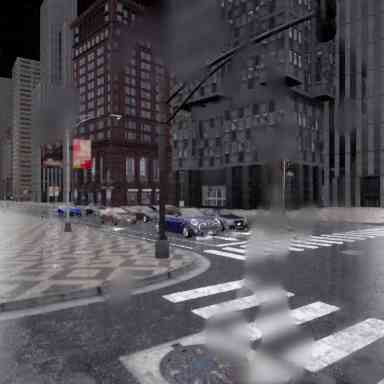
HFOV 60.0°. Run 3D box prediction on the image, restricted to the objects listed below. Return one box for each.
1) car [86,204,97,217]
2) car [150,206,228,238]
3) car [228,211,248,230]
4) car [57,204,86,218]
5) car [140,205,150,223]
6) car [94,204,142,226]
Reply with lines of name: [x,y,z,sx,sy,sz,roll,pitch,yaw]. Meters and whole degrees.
car: [-11.954,2.231,41.498,2.128,1.511,4.902,0,-1,-36]
car: [-0.306,1.636,19.650,2.097,1.767,4.553,0,-1,-35]
car: [1.767,1.861,22.370,1.994,1.385,4.181,0,-1,-36]
car: [-14.743,2.232,39.817,1.882,1.535,5.008,0,-1,-35]
car: [-4.251,1.995,30.751,1.837,1.490,4.892,0,-1,-36]
car: [-6.343,2.005,28.093,1.812,1.442,4.674,0,-1,-36]
